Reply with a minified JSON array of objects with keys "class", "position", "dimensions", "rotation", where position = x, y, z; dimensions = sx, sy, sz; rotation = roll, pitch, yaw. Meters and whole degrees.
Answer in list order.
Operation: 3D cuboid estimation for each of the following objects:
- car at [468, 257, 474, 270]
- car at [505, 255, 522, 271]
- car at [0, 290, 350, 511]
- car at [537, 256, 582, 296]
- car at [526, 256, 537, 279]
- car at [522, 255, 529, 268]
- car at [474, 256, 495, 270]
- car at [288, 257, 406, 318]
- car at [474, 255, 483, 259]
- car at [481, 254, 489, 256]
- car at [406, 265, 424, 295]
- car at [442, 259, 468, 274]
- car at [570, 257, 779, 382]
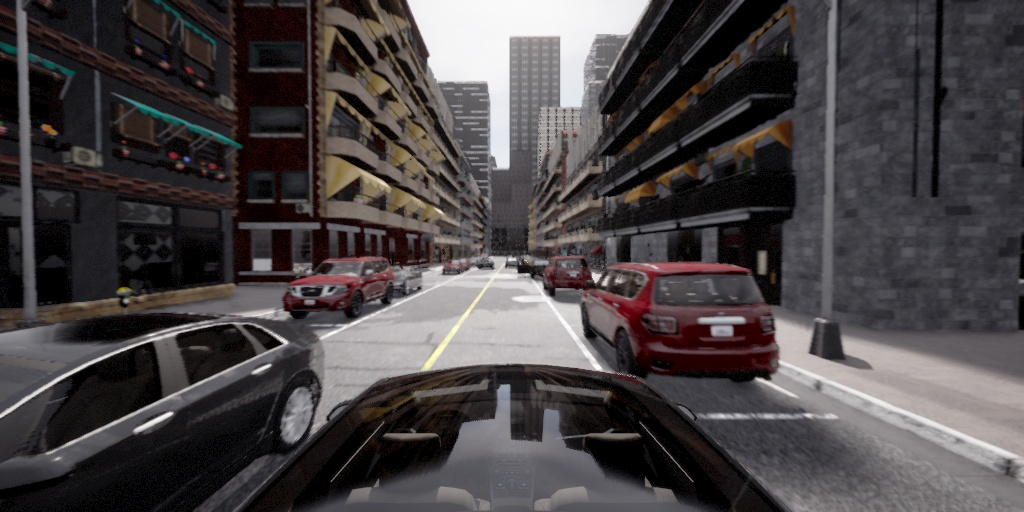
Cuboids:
[{"class":"car","position":[-5.683,0.985,40.607],"dimensions":[1.802,1.307,4.207],"rotation":[0,0,0]},{"class":"car","position":[0.025,0.893,48.847],"dimensions":[1.994,1.385,4.181],"rotation":[0,1,1]},{"class":"car","position":[-3.099,1.250,2.288],"dimensions":[1.837,1.490,4.892],"rotation":[0,1,0]},{"class":"car","position":[2.693,0.917,18.169],"dimensions":[2.192,1.841,5.009],"rotation":[0,0,0]},{"class":"car","position":[2.367,0.983,28.997],"dimensions":[1.882,1.535,5.008],"rotation":[0,1,0]},{"class":"car","position":[2.702,0.778,57.552],"dimensions":[1.751,1.417,4.829],"rotation":[0,0,0]},{"class":"car","position":[-3.065,0.982,43.036],"dimensions":[1.895,1.301,4.718],"rotation":[0,1,0]},{"class":"car","position":[-5.679,0.968,12.597],"dimensions":[2.192,1.841,5.009],"rotation":[0,0,0]},{"class":"car","position":[-5.680,0.853,51.811],"dimensions":[2.007,1.370,4.403],"rotation":[0,0,0]},{"class":"car","position":[-5.677,0.754,63.014],"dimensions":[2.007,1.370,4.403],"rotation":[0,0,0]},{"class":"car","position":[-5.695,1.153,18.200],"dimensions":[2.007,1.370,4.403],"rotation":[0,0,0]},{"class":"car","position":[-5.684,1.035,35.005],"dimensions":[1.802,1.307,4.207],"rotation":[0,0,0]},{"class":"car","position":[2.690,1.017,6.965],"dimensions":[2.192,1.841,5.009],"rotation":[0,0,0]}]
